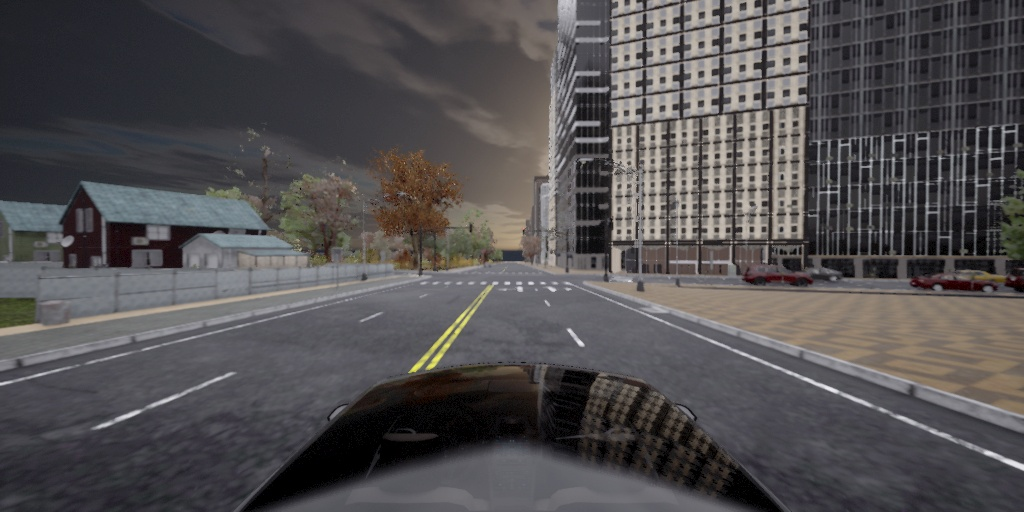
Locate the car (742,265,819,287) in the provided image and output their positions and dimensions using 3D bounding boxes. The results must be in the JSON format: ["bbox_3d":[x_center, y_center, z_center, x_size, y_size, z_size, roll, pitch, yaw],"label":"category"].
[{"bbox_3d":[23.003,1.742,31.335,5.009,1.841,2.192,0,0,20],"label":"car"}]

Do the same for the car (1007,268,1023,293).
[{"bbox_3d":[38.974,1.812,25.492,5.009,1.841,2.192,0,0,20],"label":"car"}]

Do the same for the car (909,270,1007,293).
[{"bbox_3d":[33.650,2.019,27.440,4.507,1.381,1.888,0,0,20],"label":"car"}]

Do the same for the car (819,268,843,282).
[{"bbox_3d":[31.034,1.882,36.788,4.403,1.370,2.007,0,0,20],"label":"car"}]
